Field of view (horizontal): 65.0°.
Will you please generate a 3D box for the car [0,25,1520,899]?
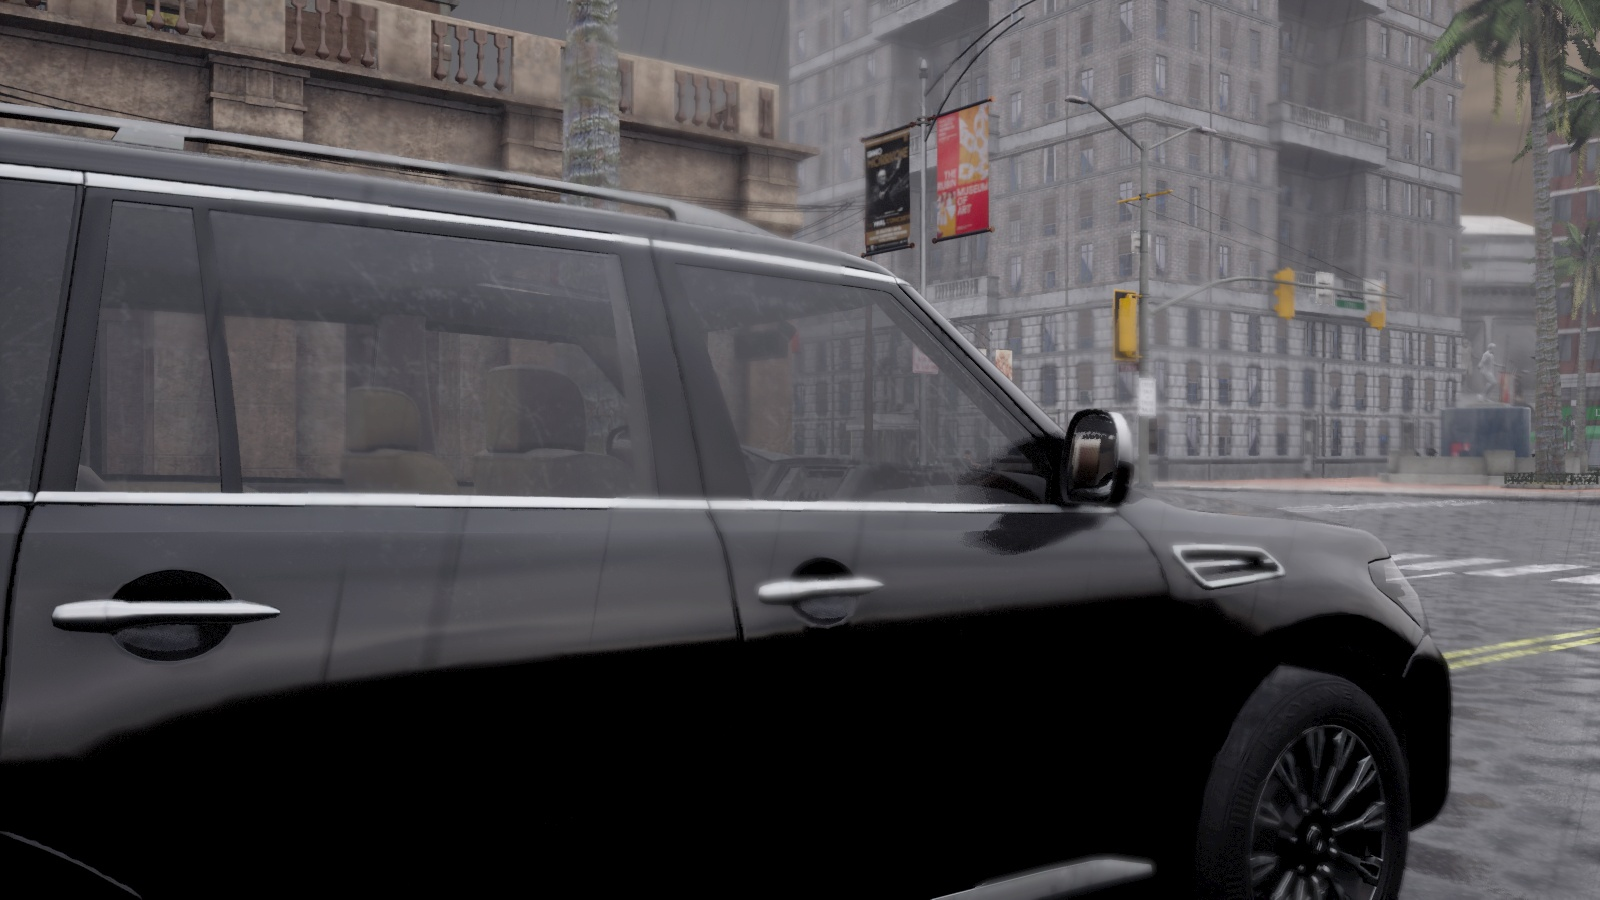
[{"bbox_3d":[-0.661,0.473,3.201,5.566,2.045,2.150,0,0,-35],"label":"car"}]
